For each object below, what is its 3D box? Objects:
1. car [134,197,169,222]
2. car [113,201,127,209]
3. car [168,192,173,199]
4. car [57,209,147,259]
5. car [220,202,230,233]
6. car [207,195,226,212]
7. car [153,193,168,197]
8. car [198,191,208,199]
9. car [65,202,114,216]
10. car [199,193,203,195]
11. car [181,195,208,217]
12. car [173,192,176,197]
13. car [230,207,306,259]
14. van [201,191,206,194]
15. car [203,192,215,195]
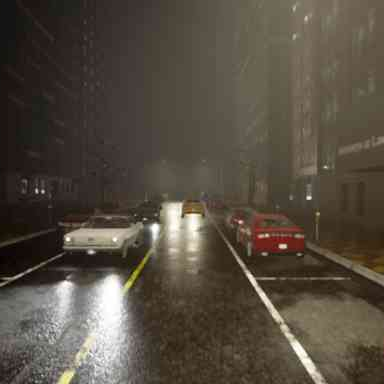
[{"bbox_3d":[-3.068,1.364,24.429,2.033,1.411,5.357,0,1,0],"label":"car"},{"bbox_3d":[-5.681,1.370,23.331,1.887,1.381,4.507,1,0,0],"label":"car"},{"bbox_3d":[-5.679,1.027,68.473,2.008,1.369,4.403,1,0,0],"label":"car"},{"bbox_3d":[-3.059,1.509,12.321,1.895,1.301,4.718,0,0,0],"label":"car"},{"bbox_3d":[2.698,1.450,17.727,1.802,1.307,4.206,0,0,0],"label":"car"},{"bbox_3d":[2.700,1.284,34.651,1.887,1.381,4.507,1,0,0],"label":"car"},{"bbox_3d":[-5.678,1.005,57.187,1.967,1.590,4.097,1,0,0],"label":"car"},{"bbox_3d":[2.705,0.701,79.779,2.192,1.841,5.009,1,0,0],"label":"car"},{"bbox_3d":[-5.682,1.450,17.689,1.802,1.307,4.206,1,0,0],"label":"car"},{"bbox_3d":[0.102,1.221,45.380,1.994,1.385,4.181,0,0,0],"label":"car"},{"bbox_3d":[0.103,1.261,28.855,1.882,1.535,5.008,0,0,0],"label":"car"},{"bbox_3d":[-5.678,0.937,79.758,2.008,1.369,4.403,1,0,0],"label":"car"},{"bbox_3d":[2.699,1.455,12.085,1.887,1.381,4.507,0,0,0],"label":"car"},{"bbox_3d":[2.703,0.950,51.572,1.690,1.788,3.998,1,0,0],"label":"van"},{"bbox_3d":[2.701,1.136,40.291,1.967,1.590,4.097,1,0,0],"label":"car"}]
